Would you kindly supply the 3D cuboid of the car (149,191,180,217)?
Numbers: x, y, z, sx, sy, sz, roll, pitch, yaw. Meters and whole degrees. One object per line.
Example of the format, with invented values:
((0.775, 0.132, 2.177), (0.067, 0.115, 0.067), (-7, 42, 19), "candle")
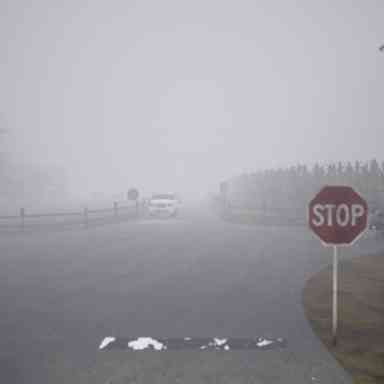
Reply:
((-2.486, 1.026, 29.523), (2.150, 2.045, 5.566), (0, 1, 0), "car")

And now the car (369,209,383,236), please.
((9.869, 1.152, 13.577), (4.902, 1.511, 2.128), (-2, 0, 1), "car")

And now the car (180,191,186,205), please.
((-2.292, 0.998, 47.754), (2.033, 1.411, 5.357), (0, 1, 1), "car")
